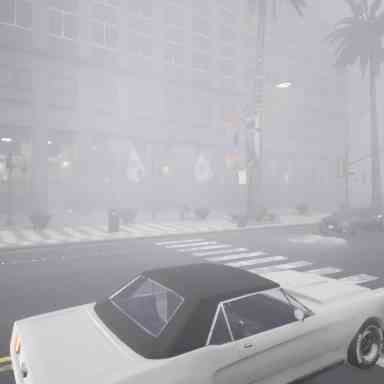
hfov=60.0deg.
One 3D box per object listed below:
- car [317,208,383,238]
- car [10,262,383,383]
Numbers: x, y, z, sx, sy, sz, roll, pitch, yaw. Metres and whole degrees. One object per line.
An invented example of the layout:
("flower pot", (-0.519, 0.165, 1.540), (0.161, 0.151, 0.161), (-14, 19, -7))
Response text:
("car", (8.638, 1.564, 17.752), (4.181, 1.385, 1.994), (0, 0, -33))
("car", (0.481, 1.601, 4.134), (4.718, 1.301, 1.895), (0, 0, -33))
